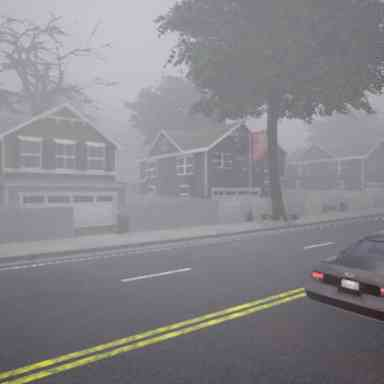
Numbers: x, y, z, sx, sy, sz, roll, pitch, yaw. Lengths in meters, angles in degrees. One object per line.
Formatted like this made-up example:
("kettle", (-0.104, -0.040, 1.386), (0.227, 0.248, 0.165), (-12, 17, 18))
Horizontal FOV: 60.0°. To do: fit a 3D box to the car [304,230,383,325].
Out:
("car", (4.541, 1.472, 6.697), (5.357, 1.411, 2.033), (-1, 1, -35))
